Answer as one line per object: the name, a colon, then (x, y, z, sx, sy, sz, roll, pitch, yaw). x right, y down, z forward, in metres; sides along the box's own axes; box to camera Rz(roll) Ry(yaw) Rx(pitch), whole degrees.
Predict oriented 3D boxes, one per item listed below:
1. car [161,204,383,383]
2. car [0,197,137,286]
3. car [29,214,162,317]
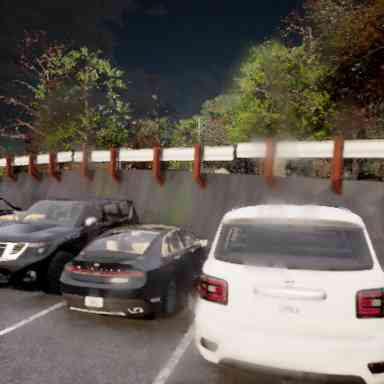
car: (1.628, 1.223, 5.741, 2.435, 2.045, 5.566, 0, -1, 15)
car: (-3.313, 1.182, 9.194, 2.435, 2.045, 5.566, 1, 0, 16)
car: (-0.858, 1.455, 7.460, 2.231, 1.521, 4.892, 0, -1, 16)
